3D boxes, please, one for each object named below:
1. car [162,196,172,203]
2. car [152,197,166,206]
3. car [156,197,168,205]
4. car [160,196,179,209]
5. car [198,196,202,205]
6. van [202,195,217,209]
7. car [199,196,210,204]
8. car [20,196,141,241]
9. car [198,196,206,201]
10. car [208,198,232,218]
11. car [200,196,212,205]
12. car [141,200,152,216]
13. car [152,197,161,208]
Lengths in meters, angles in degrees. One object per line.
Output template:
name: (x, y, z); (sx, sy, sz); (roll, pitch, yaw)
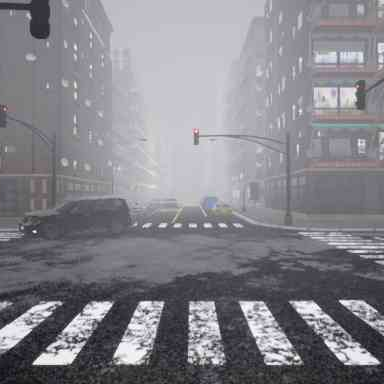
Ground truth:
car: (-5.420, 1.612, 72.301); (2.008, 1.369, 4.403); (1, 0, 0)
car: (-5.392, 1.563, 55.157); (1.752, 1.417, 4.829); (1, 0, 0)
car: (-5.402, 1.627, 60.985); (1.802, 1.307, 4.206); (1, 0, 0)
car: (-2.821, 1.503, 44.938); (1.882, 1.535, 5.008); (0, 0, 0)
car: (2.499, 1.346, 49.740); (2.192, 1.841, 5.009); (1, 0, 0)
van: (2.540, 1.366, 44.087); (1.690, 1.788, 3.998); (1, 0, 0)
car: (2.469, 1.604, 66.709); (2.008, 1.369, 4.403); (1, 0, 0)
car: (-5.745, 1.287, 17.218); (5.566, 2.045, 2.150); (-1, 3, -42)
car: (2.443, 1.626, 83.677); (1.887, 1.381, 4.507); (1, 0, 0)
car: (2.656, 1.537, 30.253); (1.752, 1.417, 4.829); (1, 0, 0)
car: (2.479, 1.485, 61.053); (1.967, 1.590, 4.097); (1, 0, 0)
car: (-5.487, 1.565, 32.696); (2.008, 1.369, 4.403); (1, 0, 0)
car: (-5.385, 1.613, 49.670); (1.802, 1.307, 4.206); (1, 0, 0)
